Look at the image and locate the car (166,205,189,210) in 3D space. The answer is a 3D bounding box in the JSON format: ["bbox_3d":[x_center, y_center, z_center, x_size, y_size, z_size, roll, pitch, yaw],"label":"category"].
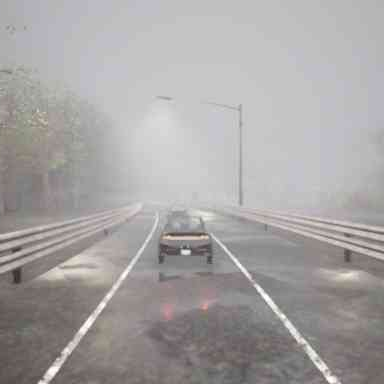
[{"bbox_3d":[-1.228,1.838,28.177,1.812,1.442,4.674,0,0,-4],"label":"car"}]

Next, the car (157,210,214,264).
[{"bbox_3d":[-0.261,1.634,12.463,2.128,1.511,4.902,0,-1,-2],"label":"car"}]
